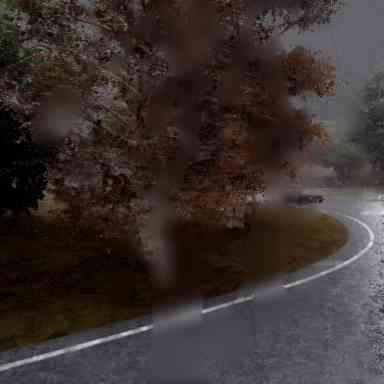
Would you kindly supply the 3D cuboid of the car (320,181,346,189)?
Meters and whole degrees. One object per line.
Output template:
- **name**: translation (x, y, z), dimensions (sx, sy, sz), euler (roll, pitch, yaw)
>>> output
- **car**: translation (26.952, -1.431, 63.736), dimensions (4.902, 1.511, 2.128), euler (-3, 2, -13)

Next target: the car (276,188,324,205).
- **car**: translation (11.180, 0.594, 34.022), dimensions (1.895, 1.301, 4.718), euler (-4, 2, -23)

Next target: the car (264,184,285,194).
- **car**: translation (13.956, -0.582, 55.747), dimensions (2.097, 1.767, 4.553), euler (-1, 3, 41)
